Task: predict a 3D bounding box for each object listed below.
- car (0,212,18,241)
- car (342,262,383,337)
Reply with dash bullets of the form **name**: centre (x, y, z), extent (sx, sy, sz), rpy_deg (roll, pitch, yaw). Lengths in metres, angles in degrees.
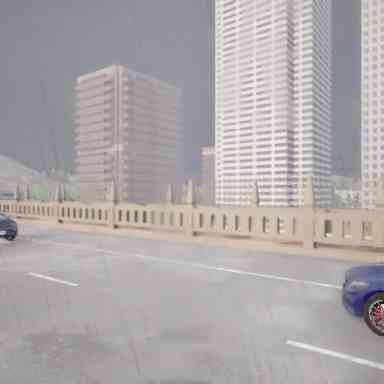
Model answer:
- **car**: centre (-9.793, 1.529, 15.273), extent (4.674, 1.442, 1.812), rpy_deg (0, 0, 35)
- **car**: centre (4.760, 1.525, 4.896), extent (4.674, 1.442, 1.812), rpy_deg (0, 0, 35)
